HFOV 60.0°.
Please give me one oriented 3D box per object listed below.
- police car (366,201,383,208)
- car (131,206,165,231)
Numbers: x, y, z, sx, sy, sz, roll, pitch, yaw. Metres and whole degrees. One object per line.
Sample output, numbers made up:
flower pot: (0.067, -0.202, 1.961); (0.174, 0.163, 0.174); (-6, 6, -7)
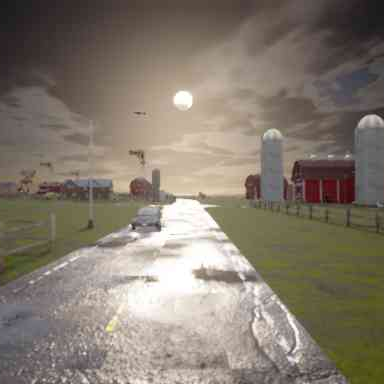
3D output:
police car: (39.131, 2.725, 69.720); (4.974, 1.542, 2.038); (1, -1, 0)
car: (-2.846, 1.697, 22.278); (1.812, 1.442, 4.674); (0, 0, 0)
